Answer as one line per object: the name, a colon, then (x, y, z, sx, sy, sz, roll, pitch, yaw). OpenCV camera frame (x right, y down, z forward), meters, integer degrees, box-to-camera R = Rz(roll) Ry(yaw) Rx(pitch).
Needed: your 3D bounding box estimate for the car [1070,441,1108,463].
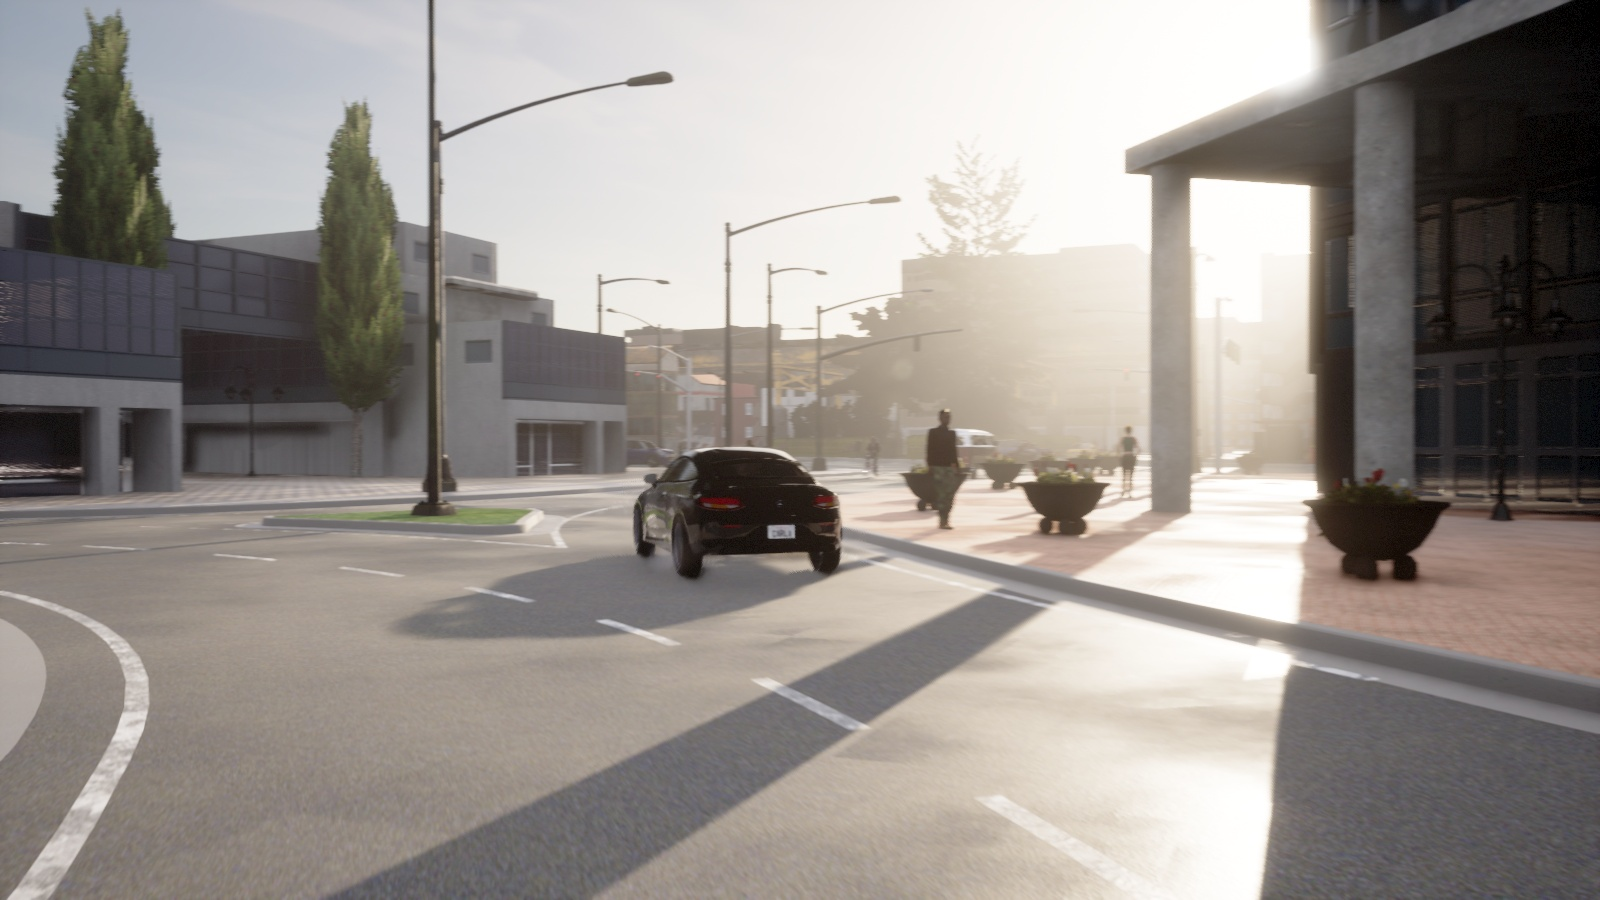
car: (21.515, 0.126, 93.438, 1.801, 1.575, 5.366, 0, 0, 24)

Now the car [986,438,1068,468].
car: (13.696, 0.167, 75.725, 4.553, 1.767, 2.097, 0, 0, -26)

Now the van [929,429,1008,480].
van: (7.034, 0.165, 51.928, 2.069, 2.038, 4.480, 0, 0, 24)

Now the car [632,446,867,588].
car: (-0.811, 0.685, 15.463, 1.812, 1.442, 4.674, 0, 0, -16)

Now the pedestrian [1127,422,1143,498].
pedestrian: (8.155, 0.247, 30.573, 0.345, 1.836, 0.594, 0, 0, 17)

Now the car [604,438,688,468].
car: (-9.151, 0.146, 74.612, 4.553, 1.767, 2.097, 0, 1, 23)

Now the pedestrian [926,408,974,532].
pedestrian: (2.271, 0.289, 18.997, 0.431, 1.840, 0.703, 0, 0, -23)

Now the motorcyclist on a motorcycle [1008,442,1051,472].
motorcyclist on a motorcycle: (11.967, 0.363, 65.499, 2.044, 1.523, 0.797, 0, 0, 23)
